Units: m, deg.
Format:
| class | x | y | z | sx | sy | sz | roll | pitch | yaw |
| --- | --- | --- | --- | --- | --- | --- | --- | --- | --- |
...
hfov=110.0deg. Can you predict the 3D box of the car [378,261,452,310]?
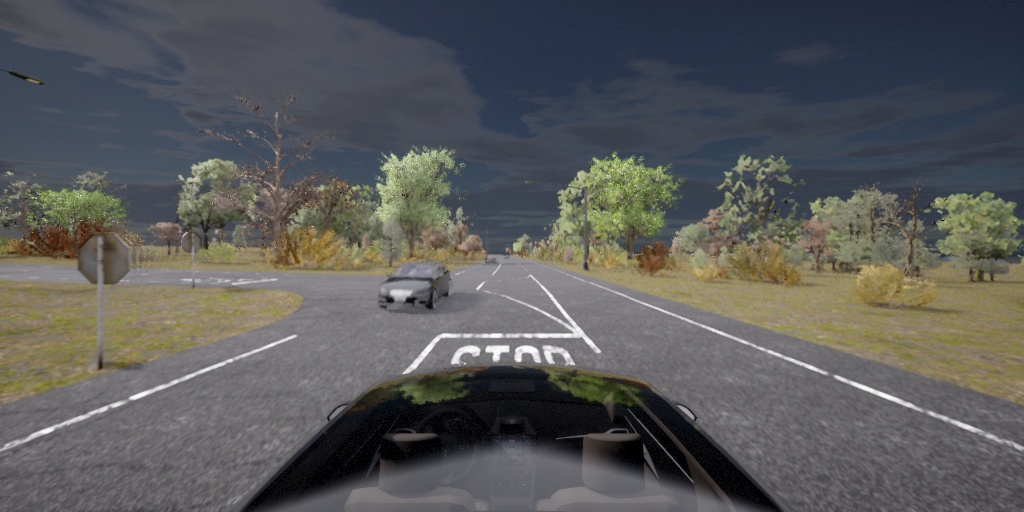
| class | x | y | z | sx | sy | sz | roll | pitch | yaw |
| --- | --- | --- | --- | --- | --- | --- | --- | --- | --- |
| car | -3.490 | 0.980 | 13.656 | 2.128 | 1.511 | 4.902 | 1 | 3 | 0 |
